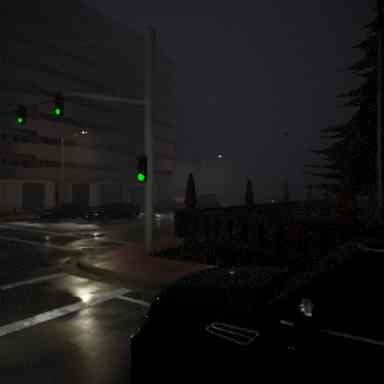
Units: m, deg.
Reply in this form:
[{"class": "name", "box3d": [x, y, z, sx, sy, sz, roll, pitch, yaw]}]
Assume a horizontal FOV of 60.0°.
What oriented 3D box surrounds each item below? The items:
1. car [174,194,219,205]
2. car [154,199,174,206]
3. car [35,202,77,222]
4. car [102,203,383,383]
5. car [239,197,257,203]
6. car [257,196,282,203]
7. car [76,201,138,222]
[{"class": "car", "box3d": [0.835, 1.239, 35.963, 2.150, 2.045, 5.566, 0, 1, 35]}, {"class": "car", "box3d": [-2.973, 1.542, 36.594, 1.812, 1.442, 4.674, 0, 0, 35]}, {"class": "car", "box3d": [-10.020, 1.542, 26.478, 1.812, 1.442, 4.674, 0, 0, 35]}, {"class": "car", "box3d": [2.014, 1.222, 2.423, 5.566, 2.045, 2.150, 0, 0, 37]}, {"class": "car", "box3d": [9.365, 1.524, 54.225, 1.837, 1.490, 4.892, 0, 0, 35]}, {"class": "car", "box3d": [12.679, 1.372, 52.846, 2.097, 1.767, 4.553, 0, 0, 35]}, {"class": "car", "box3d": [-6.168, 1.527, 25.887, 1.837, 1.490, 4.892, 0, 0, 35]}]
